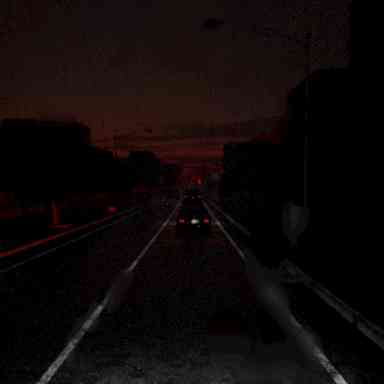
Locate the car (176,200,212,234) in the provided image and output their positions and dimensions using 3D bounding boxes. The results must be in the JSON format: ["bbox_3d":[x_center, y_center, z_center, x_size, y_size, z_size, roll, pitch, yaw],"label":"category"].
[{"bbox_3d":[0.094,1.419,18.368,2.033,1.411,5.357,0,1,0],"label":"car"}]

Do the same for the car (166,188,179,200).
[{"bbox_3d":[-3.517,0.325,61.466,2.150,2.045,5.566,0,1,1],"label":"car"}]

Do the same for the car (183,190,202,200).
[{"bbox_3d":[0.084,0.723,40.582,2.150,2.045,5.566,0,1,0],"label":"car"}]
